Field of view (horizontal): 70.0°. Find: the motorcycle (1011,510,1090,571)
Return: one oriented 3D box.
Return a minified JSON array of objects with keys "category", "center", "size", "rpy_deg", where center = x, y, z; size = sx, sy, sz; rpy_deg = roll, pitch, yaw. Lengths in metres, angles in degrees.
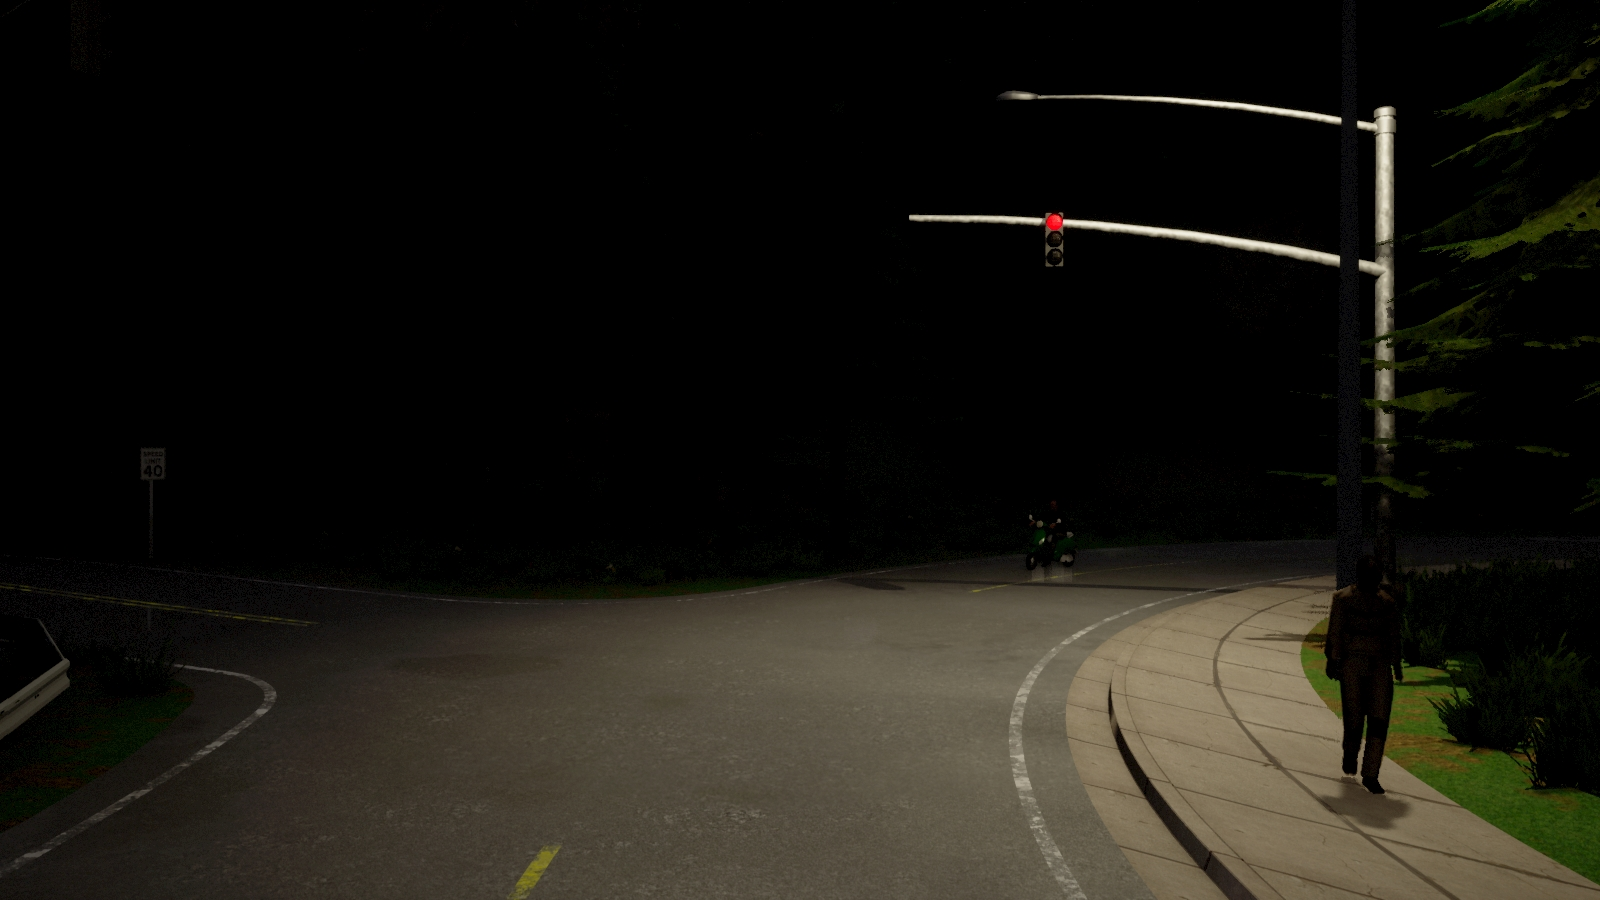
[{"category":"motorcycle","center":[5.937,2.115,27.011],"size":[1.805,1.316,0.856],"rpy_deg":[0,0,-37]}]

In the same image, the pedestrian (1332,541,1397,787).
[{"category":"pedestrian","center":[4.461,1.671,9.036],"size":[0.375,1.860,0.375],"rpy_deg":[0,0,11]}]
